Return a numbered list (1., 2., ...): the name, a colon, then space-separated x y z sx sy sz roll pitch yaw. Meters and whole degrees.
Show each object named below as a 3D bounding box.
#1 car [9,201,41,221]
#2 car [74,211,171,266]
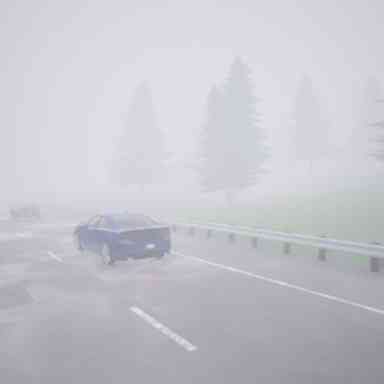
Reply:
1. car: -13.751 1.507 27.329 1.812 1.442 4.674 -1 1 -35
2. car: -2.617 1.415 11.566 1.882 1.535 5.008 -1 1 -35
